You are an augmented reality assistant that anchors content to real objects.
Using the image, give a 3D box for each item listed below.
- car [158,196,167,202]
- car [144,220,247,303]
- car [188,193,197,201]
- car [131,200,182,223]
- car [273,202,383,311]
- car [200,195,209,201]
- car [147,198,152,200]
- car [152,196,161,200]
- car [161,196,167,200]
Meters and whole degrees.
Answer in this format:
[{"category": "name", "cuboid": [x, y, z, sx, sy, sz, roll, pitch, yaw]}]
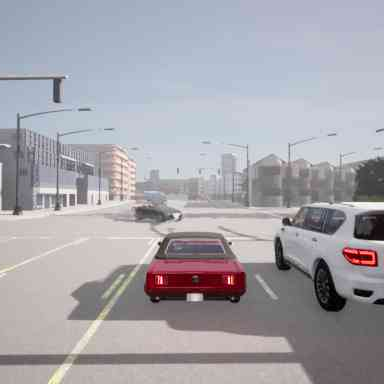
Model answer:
[{"category": "car", "cuboid": [-6.983, 1.693, 79.480, 1.812, 1.442, 4.674, 0, 1, 0]}, {"category": "car", "cuboid": [0.071, 1.617, 8.211, 1.895, 1.301, 4.718, 0, 0, 0]}, {"category": "car", "cuboid": [0.020, 1.389, 88.887, 2.150, 2.045, 5.566, 0, -1, 0]}, {"category": "car", "cuboid": [-2.807, 1.655, 26.957, 2.128, 1.511, 4.902, 0, -1, -42]}, {"category": "car", "cuboid": [3.565, 1.234, 7.919, 2.150, 2.045, 5.566, 0, 0, 0]}, {"category": "car", "cuboid": [3.520, 1.523, 89.240, 2.097, 1.767, 4.553, 0, -1, 0]}, {"category": "car", "cuboid": [-7.088, 1.837, 45.525, 1.882, 1.535, 5.008, 0, 0, 0]}, {"category": "car", "cuboid": [-7.068, 1.913, 57.757, 1.837, 1.490, 4.892, 0, 0, 0]}, {"category": "car", "cuboid": [-6.985, 1.801, 69.235, 2.128, 1.511, 4.902, 0, 1, 0]}]
